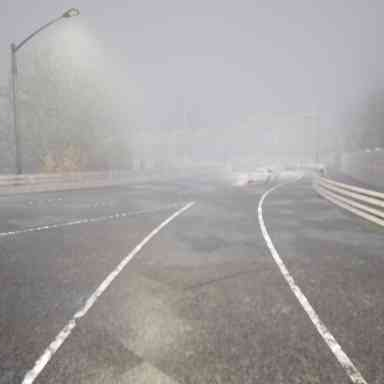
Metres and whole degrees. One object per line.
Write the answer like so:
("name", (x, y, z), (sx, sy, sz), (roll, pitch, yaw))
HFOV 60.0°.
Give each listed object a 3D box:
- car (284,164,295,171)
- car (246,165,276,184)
("car", (18.806, -4.732, 64.173), (2.033, 1.411, 5.357), (1, 6, 15))
("car", (6.776, -1.558, 31.980), (1.812, 1.442, 4.674), (3, 6, 28))
